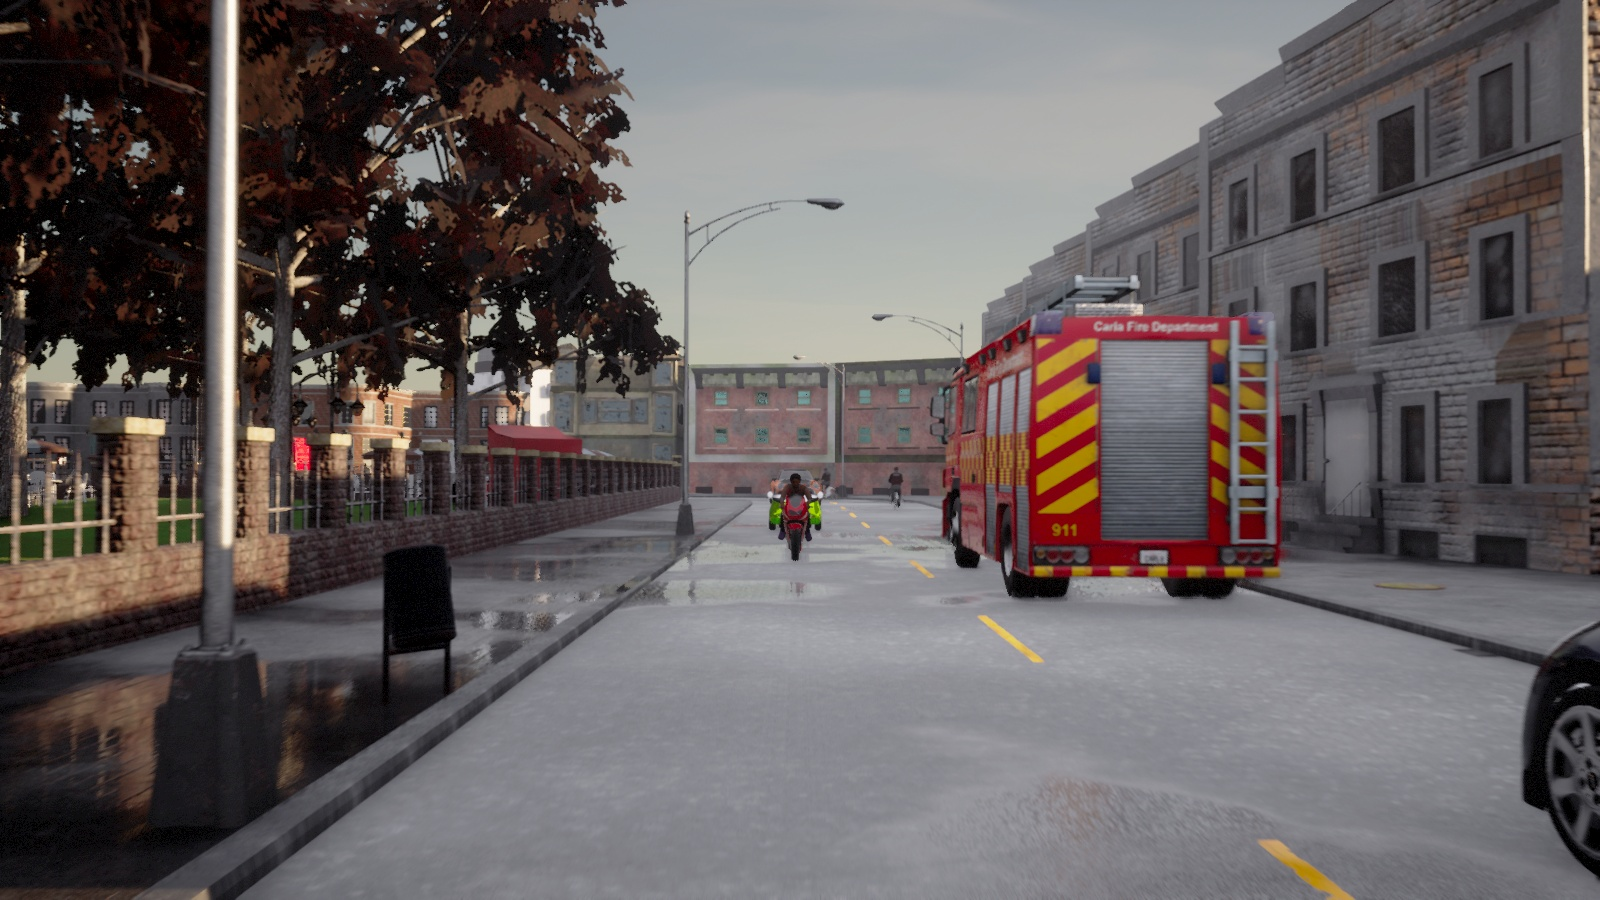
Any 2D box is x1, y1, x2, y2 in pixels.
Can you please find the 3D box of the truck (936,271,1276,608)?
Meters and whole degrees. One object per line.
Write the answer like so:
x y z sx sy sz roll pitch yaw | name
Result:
3.943 -0.056 18.526 2.891 3.827 8.468 0 -1 0 | truck

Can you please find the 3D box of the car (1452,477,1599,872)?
3.990 0.829 3.860 1.970 1.475 3.806 0 -1 0 | car

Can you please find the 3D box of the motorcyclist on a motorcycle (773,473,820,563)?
-0.069 1.171 22.352 0.797 1.523 2.044 0 -1 0 | motorcyclist on a motorcycle

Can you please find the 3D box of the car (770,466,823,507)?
-0.200 1.636 57.460 2.097 1.767 4.553 0 -1 -4 | car

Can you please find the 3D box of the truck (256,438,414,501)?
-26.308 1.131 71.289 7.936 3.462 2.891 0 -1 0 | truck

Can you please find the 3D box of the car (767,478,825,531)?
-0.110 1.432 33.596 1.481 1.376 2.207 0 -1 0 | car
